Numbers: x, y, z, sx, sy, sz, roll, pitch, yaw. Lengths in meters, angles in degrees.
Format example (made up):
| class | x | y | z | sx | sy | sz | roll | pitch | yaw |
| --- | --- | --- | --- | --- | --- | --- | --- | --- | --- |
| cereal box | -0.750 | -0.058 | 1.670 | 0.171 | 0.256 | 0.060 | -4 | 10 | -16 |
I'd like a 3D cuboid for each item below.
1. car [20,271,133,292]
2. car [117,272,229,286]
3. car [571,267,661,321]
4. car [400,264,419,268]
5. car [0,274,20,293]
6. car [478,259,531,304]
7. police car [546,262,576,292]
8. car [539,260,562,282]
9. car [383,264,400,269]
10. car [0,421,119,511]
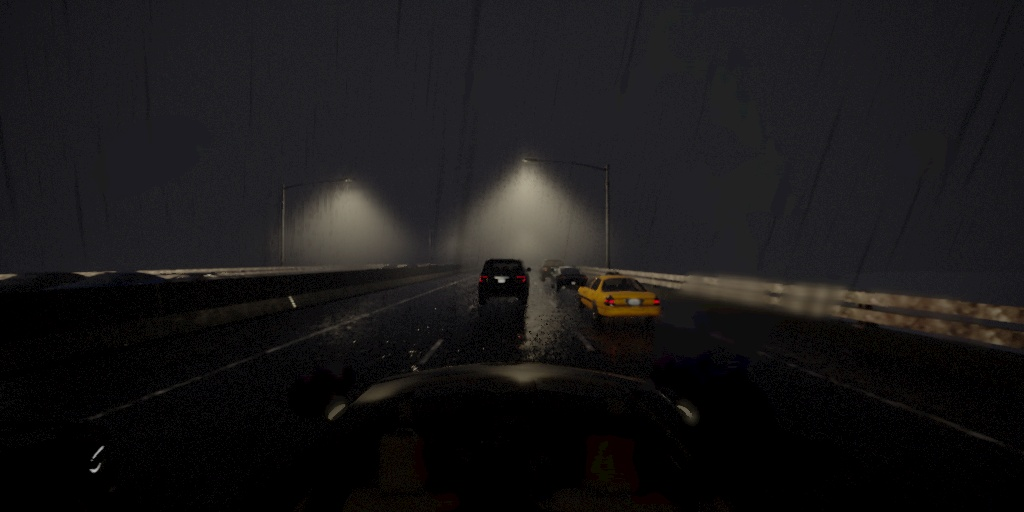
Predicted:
| class | x | y | z | sx | sy | sz | roll | pitch | yaw |
| --- | --- | --- | --- | --- | --- | --- | --- | --- | --- |
| car | -17.530 | 1.426 | 15.861 | 1.812 | 1.442 | 4.674 | 0 | -1 | 1 |
| car | -14.029 | 1.465 | 15.837 | 1.994 | 1.385 | 4.181 | 0 | -1 | 1 |
| car | 3.537 | 1.328 | 12.888 | 1.801 | 1.575 | 5.366 | 0 | -1 | 0 |
| car | -16.516 | 2.036 | 59.856 | 1.812 | 1.442 | 4.674 | 0 | -1 | 2 |
| car | -21.029 | 1.426 | 15.943 | 1.812 | 1.442 | 4.674 | 0 | -1 | 1 |
| car | -0.277 | 1.147 | 17.529 | 2.150 | 2.045 | 5.566 | 0 | 0 | 3 |
| police car | 3.645 | 1.425 | 23.730 | 1.930 | 1.638 | 5.238 | 0 | -1 | 1 |
| car | 3.820 | 1.360 | 34.573 | 2.150 | 2.045 | 5.566 | 0 | -1 | 1 |
| car | -20.014 | 2.069 | 59.973 | 1.994 | 1.385 | 4.181 | 0 | -1 | 2 |
| car | -3.394 | 1.210 | 0.127 | 1.882 | 1.535 | 5.008 | 0 | -1 | 0 |
